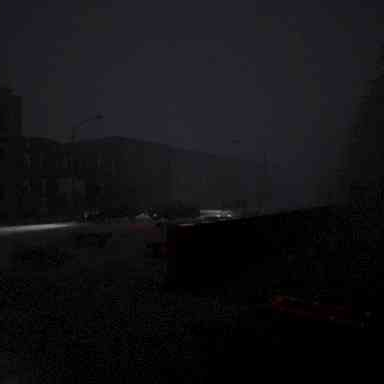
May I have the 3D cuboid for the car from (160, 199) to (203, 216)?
[{"bbox_3d":[-0.980,1.526,33.881,1.812,1.442,4.674,0,0,36],"label":"car"}]

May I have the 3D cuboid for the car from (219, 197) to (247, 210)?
[{"bbox_3d":[5.280,1.478,42.582,1.882,1.535,5.008,0,0,36],"label":"car"}]

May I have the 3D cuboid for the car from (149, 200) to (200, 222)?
[{"bbox_3d":[-1.299,1.491,26.241,2.128,1.511,4.902,0,0,36],"label":"car"}]

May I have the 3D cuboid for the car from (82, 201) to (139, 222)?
[{"bbox_3d":[-6.353,1.492,26.386,2.128,1.511,4.902,0,0,36],"label":"car"}]
